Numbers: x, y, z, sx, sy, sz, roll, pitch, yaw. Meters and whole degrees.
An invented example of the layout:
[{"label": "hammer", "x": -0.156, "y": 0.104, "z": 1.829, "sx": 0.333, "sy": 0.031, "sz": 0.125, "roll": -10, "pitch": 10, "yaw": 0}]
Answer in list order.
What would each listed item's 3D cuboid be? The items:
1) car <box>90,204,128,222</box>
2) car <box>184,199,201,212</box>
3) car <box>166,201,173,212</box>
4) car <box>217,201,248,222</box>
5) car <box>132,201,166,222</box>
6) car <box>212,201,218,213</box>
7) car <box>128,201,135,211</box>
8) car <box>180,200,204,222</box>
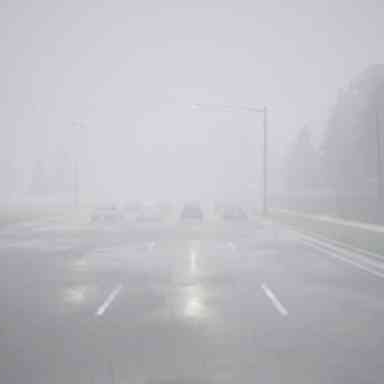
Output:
[{"label": "car", "x": -7.000, "y": 1.764, "z": 28.014, "sx": 1.895, "sy": 1.301, "sz": 4.718, "roll": 0, "pitch": 0, "yaw": 0}, {"label": "car", "x": 0.048, "y": 1.748, "z": 43.821, "sx": 2.128, "sy": 1.511, "sz": 4.902, "roll": 0, "pitch": 0, "yaw": 0}, {"label": "car", "x": -3.457, "y": 1.853, "z": 43.118, "sx": 1.895, "sy": 1.301, "sz": 4.718, "roll": 0, "pitch": 0, "yaw": 0}, {"label": "car", "x": 3.502, "y": 1.730, "z": 28.320, "sx": 1.994, "sy": 1.385, "sz": 4.181, "roll": 0, "pitch": 0, "yaw": 1}, {"label": "car", "x": -3.499, "y": 1.690, "z": 28.079, "sx": 1.812, "sy": 1.442, "sz": 4.674, "roll": 0, "pitch": 0, "yaw": 0}, {"label": "car", "x": 3.527, "y": 1.788, "z": 41.018, "sx": 2.033, "sy": 1.411, "sz": 5.357, "roll": 0, "pitch": 0, "yaw": 1}, {"label": "car", "x": -6.974, "y": 1.787, "z": 41.028, "sx": 2.033, "sy": 1.411, "sz": 5.357, "roll": 0, "pitch": 0, "yaw": 1}, {"label": "car", "x": 0.004, "y": 1.656, "z": 27.966, "sx": 2.128, "sy": 1.511, "sz": 4.902, "roll": 0, "pitch": 0, "yaw": 0}]
